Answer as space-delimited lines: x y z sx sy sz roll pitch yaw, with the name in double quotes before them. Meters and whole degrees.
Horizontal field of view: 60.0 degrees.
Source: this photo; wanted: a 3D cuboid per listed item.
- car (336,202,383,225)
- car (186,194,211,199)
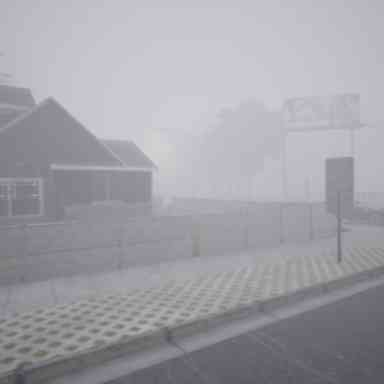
"car" 10.820 1.297 21.668 1.895 1.301 4.718 -1 2 -36
"car" 0.914 0.958 36.233 1.812 1.442 4.674 -1 2 -33
